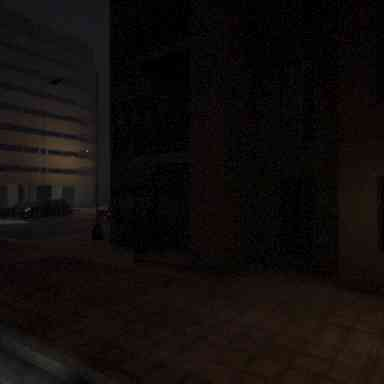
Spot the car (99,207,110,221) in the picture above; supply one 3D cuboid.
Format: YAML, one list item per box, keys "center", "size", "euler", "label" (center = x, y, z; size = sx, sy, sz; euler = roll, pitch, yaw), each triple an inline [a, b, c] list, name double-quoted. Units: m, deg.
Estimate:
- center: [-5.310, 1.656, 26.981]
  size: [1.895, 1.301, 4.718]
  euler: [0, 0, 36]
  label: "car"

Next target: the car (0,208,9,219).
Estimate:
- center: [-15.768, 1.685, 30.570]
  size: [1.895, 1.301, 4.718]
  euler: [0, 0, 35]
  label: "car"

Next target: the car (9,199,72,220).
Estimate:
- center: [-12.783, 1.428, 28.731]
  size: [2.097, 1.767, 4.553]
  euler: [0, 0, 35]
  label: "car"
